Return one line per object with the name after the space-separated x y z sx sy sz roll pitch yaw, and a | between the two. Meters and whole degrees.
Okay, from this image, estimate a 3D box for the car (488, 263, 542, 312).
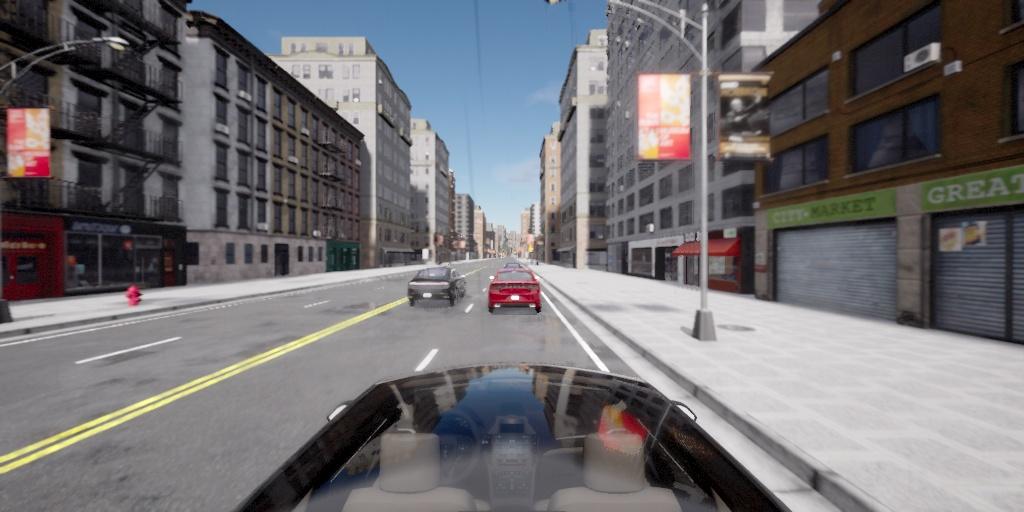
0.100 1.228 14.344 1.882 1.535 5.008 0 0 0 | car

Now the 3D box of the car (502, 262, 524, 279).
0.099 1.316 34.035 1.994 1.385 4.181 0 0 0 | car

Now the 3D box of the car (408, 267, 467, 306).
-3.149 1.242 15.774 2.128 1.511 4.902 0 0 0 | car
